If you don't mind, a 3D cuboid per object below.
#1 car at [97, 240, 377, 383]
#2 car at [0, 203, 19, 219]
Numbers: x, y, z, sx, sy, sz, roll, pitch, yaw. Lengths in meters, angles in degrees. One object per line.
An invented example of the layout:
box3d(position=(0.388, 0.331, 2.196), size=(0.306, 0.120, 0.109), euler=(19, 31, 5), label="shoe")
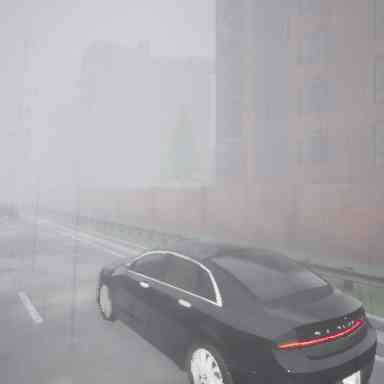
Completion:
box3d(position=(0.091, 1.501, 5.065), size=(1.837, 1.490, 4.892), euler=(0, 0, -35), label="car")
box3d(position=(-15.813, 1.578, 27.801), size=(1.895, 1.301, 4.718), euler=(0, 0, -35), label="car")
